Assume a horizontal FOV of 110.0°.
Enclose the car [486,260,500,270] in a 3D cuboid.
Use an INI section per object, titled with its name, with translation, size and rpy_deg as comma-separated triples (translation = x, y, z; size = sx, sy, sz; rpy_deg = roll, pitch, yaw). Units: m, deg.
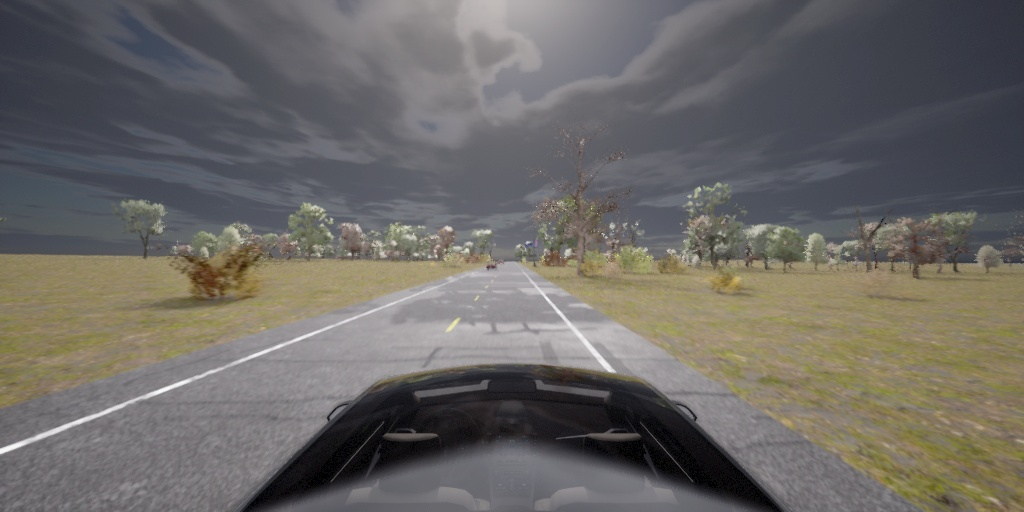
[car]
translation = -3.545, 1.809, 62.856
size = 1.895, 1.301, 4.718
rpy_deg = 0, 0, 0
